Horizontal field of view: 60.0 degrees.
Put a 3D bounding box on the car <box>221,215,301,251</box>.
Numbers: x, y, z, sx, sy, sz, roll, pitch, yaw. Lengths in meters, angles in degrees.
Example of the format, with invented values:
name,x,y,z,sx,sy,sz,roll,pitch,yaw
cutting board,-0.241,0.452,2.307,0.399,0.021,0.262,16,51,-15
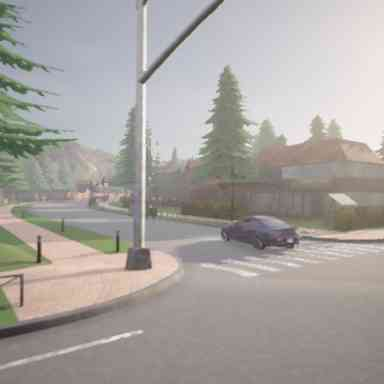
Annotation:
name,x,y,z,sx,sy,sz,roll,pitch,yaw
car,3.139,1.848,15.908,1.812,1.442,4.674,-1,0,-25
